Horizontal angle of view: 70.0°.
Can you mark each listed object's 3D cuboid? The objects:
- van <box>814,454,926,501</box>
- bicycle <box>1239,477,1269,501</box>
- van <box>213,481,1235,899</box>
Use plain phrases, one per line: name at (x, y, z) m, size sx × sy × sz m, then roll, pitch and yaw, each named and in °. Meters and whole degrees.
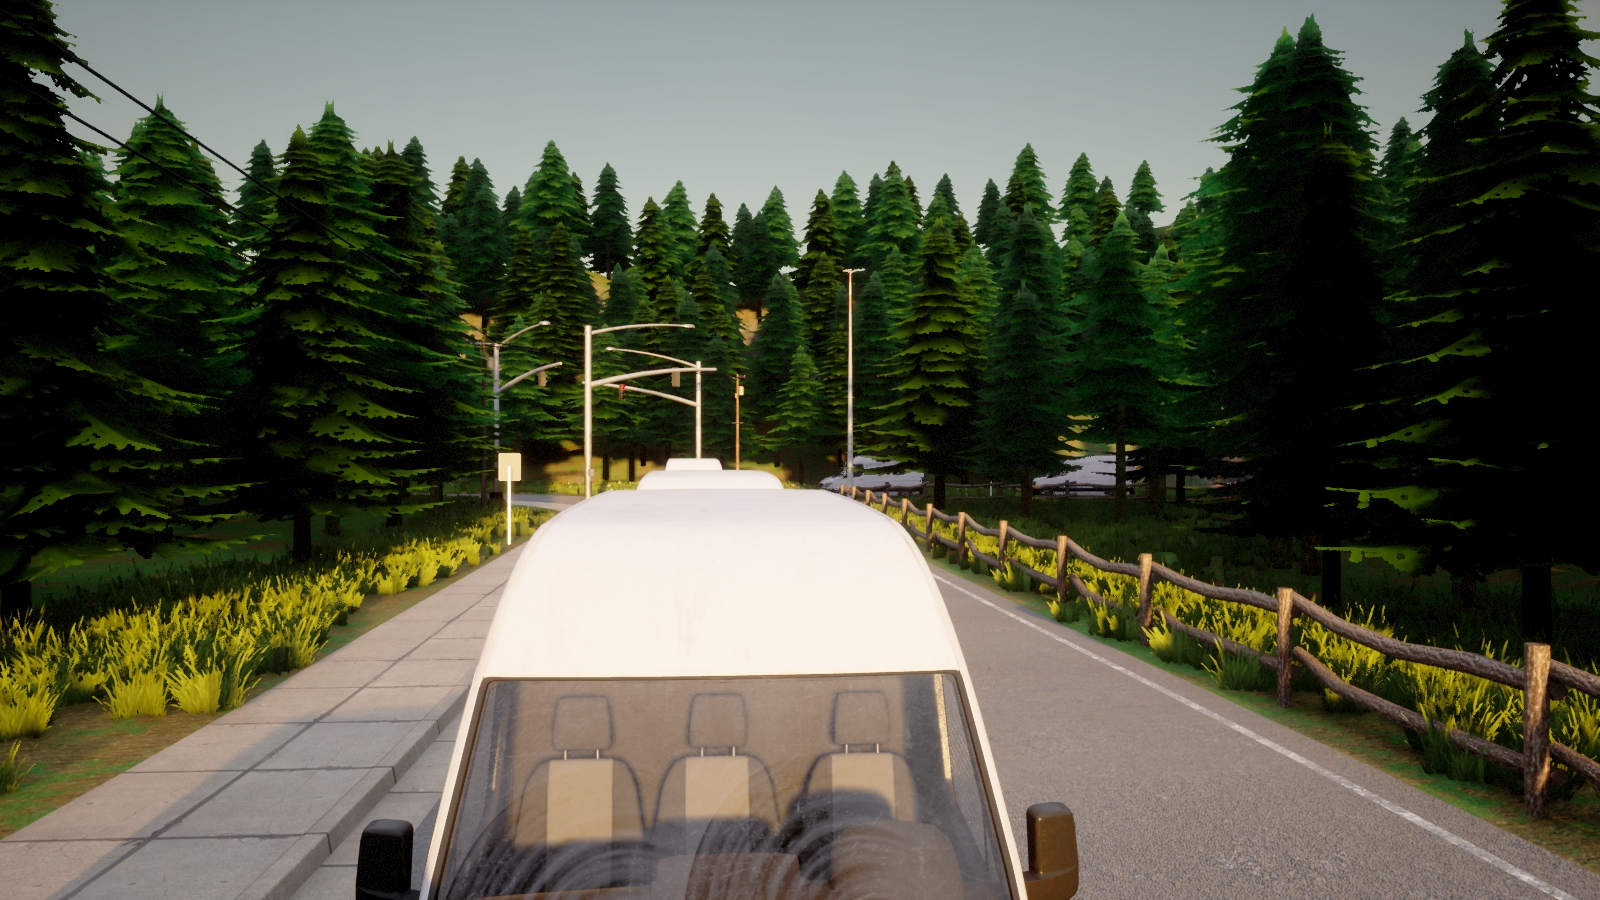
van at (3.918, 1.535, 64.117) m, size 5.915 × 2.561 × 1.988 m, roll 0°, pitch 0°, yaw -13°
bicycle at (25.040, 2.159, 63.051) m, size 1.487 × 1.276 × 0.859 m, roll -1°, pitch 0°, yaw 25°
van at (-0.351, 1.499, 5.176) m, size 1.988 × 2.561 × 5.915 m, roll 0°, pitch 0°, yaw -5°
